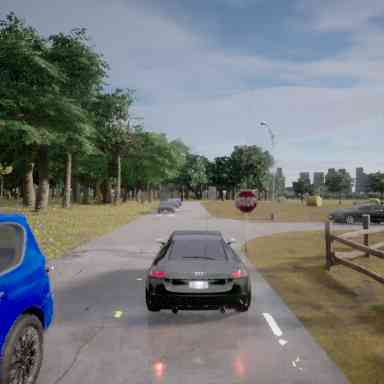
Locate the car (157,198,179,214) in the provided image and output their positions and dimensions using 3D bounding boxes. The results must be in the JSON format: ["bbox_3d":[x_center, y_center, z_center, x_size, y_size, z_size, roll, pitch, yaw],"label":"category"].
[{"bbox_3d":[-2.821,1.640,37.700,2.033,1.411,5.357,0,0,-1],"label":"car"}]

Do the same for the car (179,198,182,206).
[{"bbox_3d":[-2.833,1.681,47.452,1.812,1.442,4.674,0,0,0],"label":"car"}]

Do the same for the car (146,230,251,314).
[{"bbox_3d":[0.106,1.572,7.740,1.994,1.385,4.181,0,0,0],"label":"car"}]

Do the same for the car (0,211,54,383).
[{"bbox_3d":[-2.853,1.223,2.074,2.150,2.045,5.566,0,0,0],"label":"car"}]

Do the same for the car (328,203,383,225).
[{"bbox_3d":[12.393,1.600,23.975,4.892,1.490,1.837,1,-2,0],"label":"car"}]

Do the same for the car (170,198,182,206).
[{"bbox_3d":[-2.822,1.775,59.820,1.812,1.442,4.674,0,-1,0],"label":"car"}]
